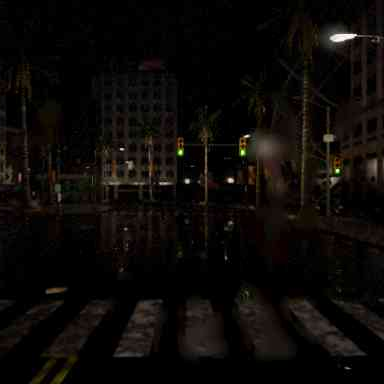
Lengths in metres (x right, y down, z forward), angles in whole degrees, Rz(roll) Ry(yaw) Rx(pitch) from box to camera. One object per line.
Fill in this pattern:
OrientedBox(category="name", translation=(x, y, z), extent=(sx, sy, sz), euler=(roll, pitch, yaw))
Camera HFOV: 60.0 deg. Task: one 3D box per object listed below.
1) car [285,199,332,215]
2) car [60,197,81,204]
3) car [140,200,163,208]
OrientedBox(category="car", translation=(11.260, 1.428, 32.330), extent=(2.097, 1.767, 4.553), euler=(1, -1, -28))
OrientedBox(category="car", translation=(-26.875, 1.847, 73.636), extent=(4.553, 1.767, 2.097), euler=(0, 0, 25))
OrientedBox(category="car", translation=(-6.969, 1.981, 56.824), extent=(1.895, 1.301, 4.718), euler=(0, 0, -40))
